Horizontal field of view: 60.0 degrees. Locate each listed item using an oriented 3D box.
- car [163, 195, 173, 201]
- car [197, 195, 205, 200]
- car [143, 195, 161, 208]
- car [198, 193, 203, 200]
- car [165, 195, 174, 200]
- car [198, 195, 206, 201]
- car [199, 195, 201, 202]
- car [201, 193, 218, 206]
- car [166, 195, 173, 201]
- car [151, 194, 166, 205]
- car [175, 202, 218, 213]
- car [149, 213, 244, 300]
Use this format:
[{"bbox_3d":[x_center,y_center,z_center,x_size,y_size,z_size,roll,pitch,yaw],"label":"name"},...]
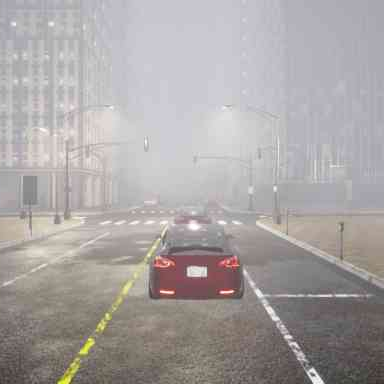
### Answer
[{"bbox_3d":[-5.915,1.425,82.209,2.008,1.369,4.403,0,0,0],"label":"car"},{"bbox_3d":[2.449,1.407,87.901,2.008,1.369,4.403,0,0,0],"label":"car"},{"bbox_3d":[-5.950,1.483,47.984,1.752,1.417,4.829,0,0,0],"label":"car"},{"bbox_3d":[2.498,1.221,70.877,2.192,1.841,5.009,0,0,0],"label":"car"},{"bbox_3d":[-5.931,1.407,87.885,2.008,1.369,4.403,0,0,0],"label":"car"},{"bbox_3d":[2.465,1.419,82.227,1.887,1.381,4.507,0,0,0],"label":"car"},{"bbox_3d":[2.643,1.497,53.855,2.008,1.369,4.403,0,0,0],"label":"car"},{"bbox_3d":[2.689,1.398,48.177,1.967,1.590,4.097,0,0,0],"label":"car"},{"bbox_3d":[-5.900,1.435,76.534,1.887,1.381,4.507,0,0,0],"label":"car"},{"bbox_3d":[-5.936,1.262,53.832,2.192,1.841,5.009,0,0,0],"label":"car"},{"bbox_3d":[0.040,1.496,18.411,2.163,1.488,4.792,0,0,0],"label":"car"},{"bbox_3d":[0.075,1.502,8.416,2.163,1.488,4.792,0,0,0],"label":"car"}]
